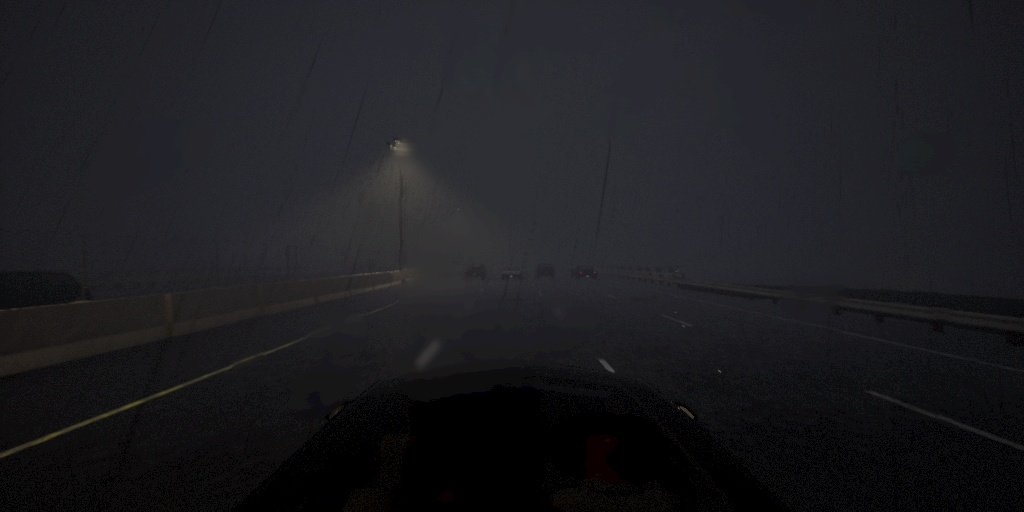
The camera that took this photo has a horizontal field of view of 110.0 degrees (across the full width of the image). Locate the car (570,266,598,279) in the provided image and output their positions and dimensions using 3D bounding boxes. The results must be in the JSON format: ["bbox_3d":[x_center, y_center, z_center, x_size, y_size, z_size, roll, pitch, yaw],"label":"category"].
[{"bbox_3d":[6.928,1.586,35.058,1.895,1.301,4.718,0,0,0],"label":"car"}]

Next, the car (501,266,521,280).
[{"bbox_3d":[-0.070,1.636,35.617,1.895,1.301,4.718,0,0,0],"label":"car"}]

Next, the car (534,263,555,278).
[{"bbox_3d":[3.434,1.514,38.085,1.882,1.535,5.008,0,-1,0],"label":"car"}]

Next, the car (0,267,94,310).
[{"bbox_3d":[-17.615,1.299,12.166,2.097,1.767,4.553,0,0,0],"label":"car"}]

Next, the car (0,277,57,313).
[{"bbox_3d":[-21.116,1.582,13.538,1.895,1.301,4.718,0,0,0],"label":"car"}]

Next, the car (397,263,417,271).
[{"bbox_3d":[-17.750,1.937,62.064,2.097,1.767,4.553,0,-1,0],"label":"car"}]

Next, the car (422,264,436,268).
[{"bbox_3d":[-14.253,2.062,62.055,1.837,1.490,4.892,0,-1,0],"label":"car"}]

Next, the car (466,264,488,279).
[{"bbox_3d":[-3.568,1.562,36.920,2.128,1.511,4.902,0,0,0],"label":"car"}]
